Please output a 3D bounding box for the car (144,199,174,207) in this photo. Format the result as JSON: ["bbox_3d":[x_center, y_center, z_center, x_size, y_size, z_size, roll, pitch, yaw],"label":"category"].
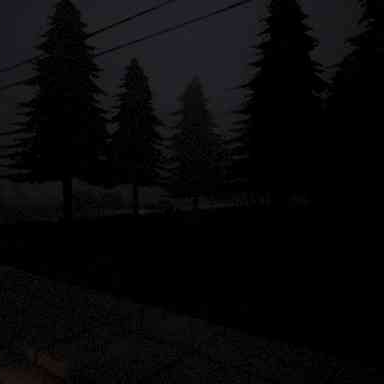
[{"bbox_3d":[-4.464,1.708,45.489,1.882,1.535,5.008,0,0,35],"label":"car"}]
